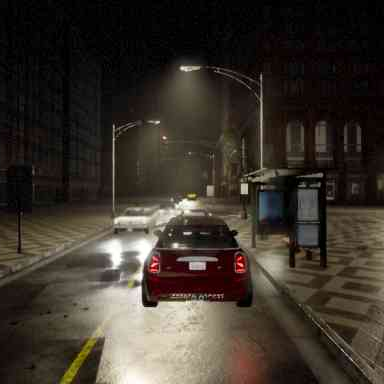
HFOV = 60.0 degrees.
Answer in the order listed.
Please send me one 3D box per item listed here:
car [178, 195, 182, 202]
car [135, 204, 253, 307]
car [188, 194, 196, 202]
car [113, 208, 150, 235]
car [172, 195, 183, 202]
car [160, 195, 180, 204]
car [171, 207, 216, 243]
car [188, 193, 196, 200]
[{"bbox_3d":[-3.114,1.401,56.956,2.128,1.511,4.902,0,0,0],"label":"car"},{"bbox_3d":[0.096,1.352,8.126,2.097,1.767,4.553,0,0,0],"label":"car"},{"bbox_3d":[-0.040,1.441,74.360,1.895,1.301,4.718,0,0,0],"label":"car"},{"bbox_3d":[-3.111,1.593,18.918,1.895,1.301,4.718,0,0,0],"label":"car"},{"bbox_3d":[-3.037,1.391,70.816,2.128,1.511,4.902,0,0,0],"label":"car"},{"bbox_3d":[-3.122,1.490,44.347,2.033,1.411,5.357,0,0,0],"label":"car"},{"bbox_3d":[0.087,1.558,16.769,1.994,1.385,4.181,0,0,1],"label":"car"},{"bbox_3d":[-0.045,1.127,84.335,1.882,1.535,5.008,0,0,0],"label":"car"}]
